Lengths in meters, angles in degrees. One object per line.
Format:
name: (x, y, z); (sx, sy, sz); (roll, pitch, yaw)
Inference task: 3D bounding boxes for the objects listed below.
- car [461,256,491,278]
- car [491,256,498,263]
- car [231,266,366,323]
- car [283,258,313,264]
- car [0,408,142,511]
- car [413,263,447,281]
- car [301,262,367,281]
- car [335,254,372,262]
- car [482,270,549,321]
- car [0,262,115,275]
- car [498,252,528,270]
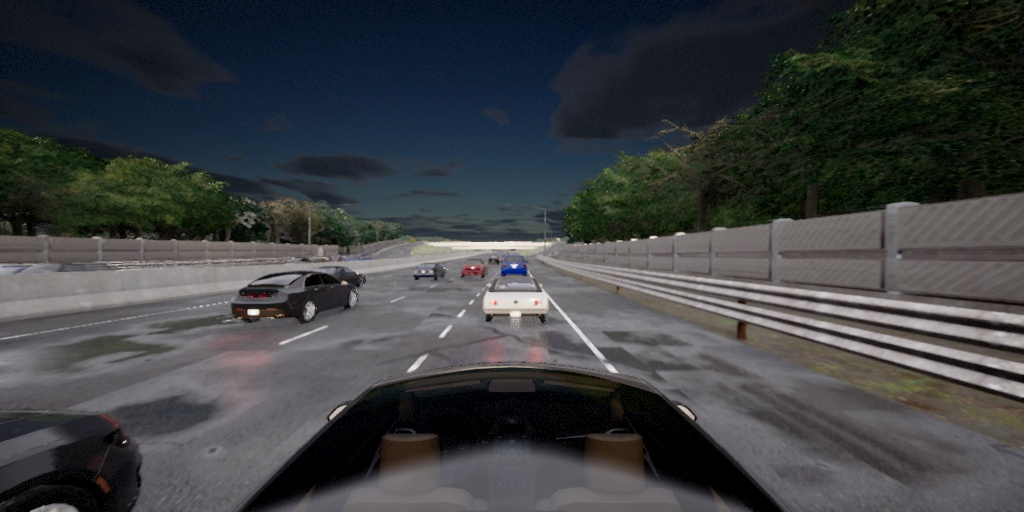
car: (-3.402, 1.044, 33.461); (2.097, 1.767, 4.553); (0, 0, 0)
car: (-3.120, 0.669, 63.416); (1.882, 1.535, 5.008); (0, 1, 1)
car: (-6.889, 1.247, 11.982); (1.837, 1.490, 4.892); (0, 0, 0)
car: (-27.868, 1.034, 46.640); (1.837, 1.490, 4.892); (0, 1, 1)
car: (-3.499, 1.257, 0.441); (1.837, 1.490, 4.892); (0, 0, 0)
car: (-6.820, 1.260, 30.127); (2.033, 1.411, 5.357); (0, 0, 0)
car: (-10.370, 1.283, 20.869); (2.033, 1.411, 5.357); (0, 0, 0)
car: (-20.857, 0.725, 48.008); (2.150, 2.045, 5.566); (0, 2, 1)
car: (0.111, 1.343, 12.317); (1.895, 1.301, 4.718); (0, 0, 0)
car: (-21.075, 1.090, 16.569); (2.097, 1.767, 4.553); (0, 0, 0)
car: (0.183, 0.930, 30.796); (2.150, 2.045, 5.566); (0, 0, 0)
